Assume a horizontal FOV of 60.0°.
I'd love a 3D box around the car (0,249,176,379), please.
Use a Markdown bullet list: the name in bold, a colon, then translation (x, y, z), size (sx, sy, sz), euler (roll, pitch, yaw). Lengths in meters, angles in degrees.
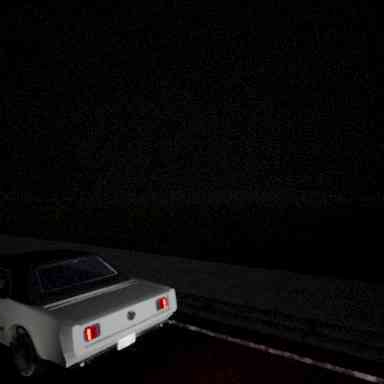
- **car**: translation (-2.650, 1.648, 5.573), size (4.718, 1.301, 1.895), euler (-1, 0, 35)
